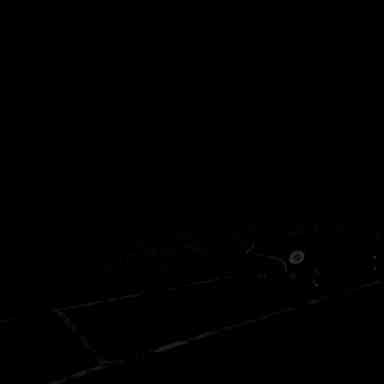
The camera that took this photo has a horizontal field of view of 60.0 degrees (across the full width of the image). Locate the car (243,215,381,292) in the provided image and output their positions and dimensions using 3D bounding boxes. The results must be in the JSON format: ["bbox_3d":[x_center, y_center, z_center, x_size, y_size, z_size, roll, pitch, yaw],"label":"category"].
[{"bbox_3d":[3.291,1.482,9.001,4.097,1.590,1.967,0,0,-36],"label":"car"}]
